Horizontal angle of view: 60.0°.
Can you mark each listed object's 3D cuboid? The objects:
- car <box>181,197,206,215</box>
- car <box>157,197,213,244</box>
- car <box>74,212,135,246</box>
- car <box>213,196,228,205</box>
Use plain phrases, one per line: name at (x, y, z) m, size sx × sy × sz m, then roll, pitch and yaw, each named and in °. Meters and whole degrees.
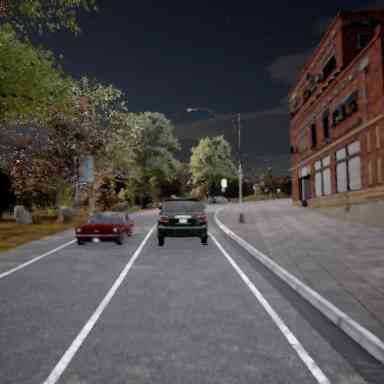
car at (0.227, 1.404, 34.476) m, size 1.882 × 1.535 × 5.008 m, roll -1°, pitch 0°, yaw 8°
car at (-0.462, 1.231, 15.900) m, size 2.150 × 2.045 × 5.566 m, roll 0°, pitch 0°, yaw -2°
car at (-3.856, 1.607, 15.376) m, size 1.895 × 1.301 × 4.718 m, roll 0°, pitch 0°, yaw -2°
car at (4.625, 1.458, 57.328) m, size 1.994 × 1.385 × 4.181 m, roll -3°, pitch -1°, yaw 30°
